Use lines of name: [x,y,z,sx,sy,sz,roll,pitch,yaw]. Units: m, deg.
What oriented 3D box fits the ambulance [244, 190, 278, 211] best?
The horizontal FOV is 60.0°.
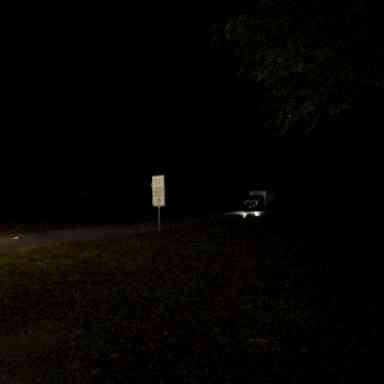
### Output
ambulance: [8.661,1.065,41.724,2.351,2.431,6.366,-3,-2,35]
